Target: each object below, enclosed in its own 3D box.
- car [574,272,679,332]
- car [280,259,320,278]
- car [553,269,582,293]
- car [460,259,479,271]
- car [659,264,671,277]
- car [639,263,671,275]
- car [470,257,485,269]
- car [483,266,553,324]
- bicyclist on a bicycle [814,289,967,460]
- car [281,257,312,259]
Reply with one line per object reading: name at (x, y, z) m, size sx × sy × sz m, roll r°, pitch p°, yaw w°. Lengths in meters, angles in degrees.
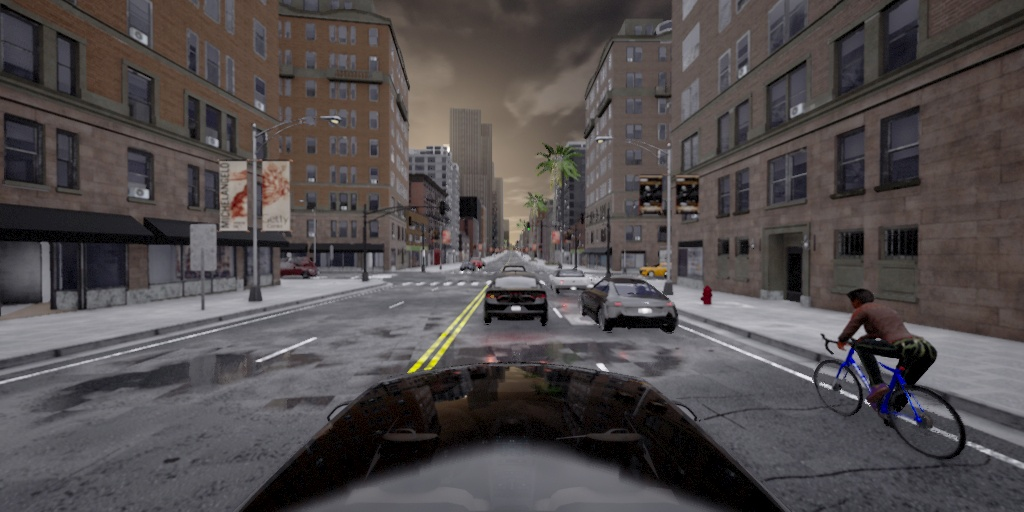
car at (3.352, 1.356, 11.011) m, size 1.994 × 1.385 × 4.181 m, roll 0°, pitch 0°, yaw 0°
car at (-20.405, 1.294, 33.169) m, size 4.674 × 1.442 × 1.812 m, roll 1°, pitch 0°, yaw -9°
car at (3.313, 1.440, 21.346) m, size 1.895 × 1.301 × 4.718 m, roll 0°, pitch 0°, yaw 1°
car at (-6.516, 1.549, 53.383) m, size 1.994 × 1.385 × 4.181 m, roll 0°, pitch 0°, yaw 0°
car at (16.256, 1.659, 32.936) m, size 4.313 × 1.339 × 1.948 m, roll 0°, pitch 0°, yaw 0°
car at (16.381, 1.514, 38.884) m, size 5.008 × 1.535 × 1.882 m, roll 0°, pitch 1°, yaw 0°
car at (-6.474, 1.250, 63.159) m, size 2.150 × 2.045 × 5.566 m, roll 0°, pitch 0°, yaw 0°
car at (0.116, 1.275, 12.176) m, size 1.882 × 1.535 × 5.008 m, roll 0°, pitch 0°, yaw 0°
bicyclist on a bicycle at (4.148, 1.214, 4.100) m, size 0.582 × 1.620 × 1.656 m, roll 0°, pitch -1°, yaw 0°
car at (-23.838, 1.006, 38.494) m, size 5.009 × 1.841 × 2.192 m, roll 0°, pitch 0°, yaw -8°
